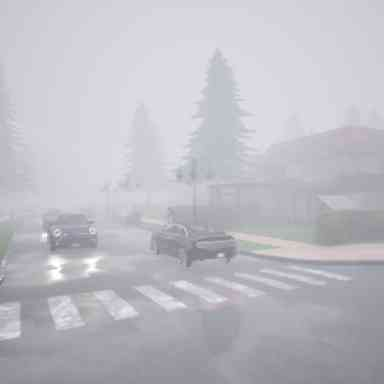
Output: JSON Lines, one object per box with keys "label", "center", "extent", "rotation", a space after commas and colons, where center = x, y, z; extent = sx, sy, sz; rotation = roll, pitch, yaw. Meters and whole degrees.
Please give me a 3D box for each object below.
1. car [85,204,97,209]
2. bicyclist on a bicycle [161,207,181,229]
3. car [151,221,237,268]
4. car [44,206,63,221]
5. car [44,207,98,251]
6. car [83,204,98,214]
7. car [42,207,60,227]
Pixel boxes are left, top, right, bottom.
{"label": "car", "center": [-13.312, 2.636, 41.973], "extent": [1.994, 1.385, 4.181], "rotation": [0, -1, -20]}
{"label": "bicyclist on a bicycle", "center": [-1.512, 1.953, 24.479], "extent": [1.656, 1.620, 0.582], "rotation": [0, -1, -26]}
{"label": "car", "center": [-0.122, 1.921, 13.194], "extent": [2.128, 1.511, 4.902], "rotation": [0, -1, -27]}
{"label": "car", "center": [-16.478, 2.529, 39.802], "extent": [1.882, 1.535, 5.008], "rotation": [0, -1, -20]}
{"label": "car", "center": [-6.283, 1.898, 17.259], "extent": [2.097, 1.767, 4.553], "rotation": [0, -1, -26]}
{"label": "car", "center": [-17.771, 2.897, 58.367], "extent": [1.882, 1.535, 5.008], "rotation": [0, -1, -11]}
{"label": "car", "center": [-11.322, 2.259, 27.671], "extent": [1.882, 1.535, 5.008], "rotation": [0, -1, -25]}
